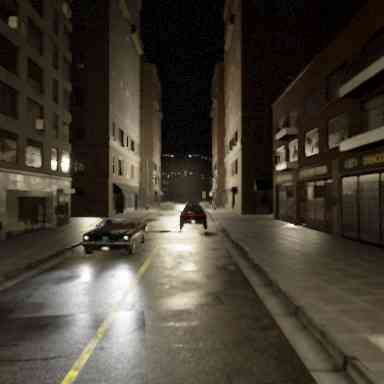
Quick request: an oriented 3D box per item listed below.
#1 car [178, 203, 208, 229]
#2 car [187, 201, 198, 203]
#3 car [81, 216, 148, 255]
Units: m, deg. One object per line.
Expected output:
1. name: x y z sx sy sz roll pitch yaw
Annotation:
1. car: 0.098 1.742 23.685 1.837 1.490 4.892 0 -2 0
2. car: 0.098 1.884 40.806 1.882 1.535 5.008 0 -1 0
3. car: -3.097 1.748 14.153 1.895 1.301 4.718 0 -1 0
